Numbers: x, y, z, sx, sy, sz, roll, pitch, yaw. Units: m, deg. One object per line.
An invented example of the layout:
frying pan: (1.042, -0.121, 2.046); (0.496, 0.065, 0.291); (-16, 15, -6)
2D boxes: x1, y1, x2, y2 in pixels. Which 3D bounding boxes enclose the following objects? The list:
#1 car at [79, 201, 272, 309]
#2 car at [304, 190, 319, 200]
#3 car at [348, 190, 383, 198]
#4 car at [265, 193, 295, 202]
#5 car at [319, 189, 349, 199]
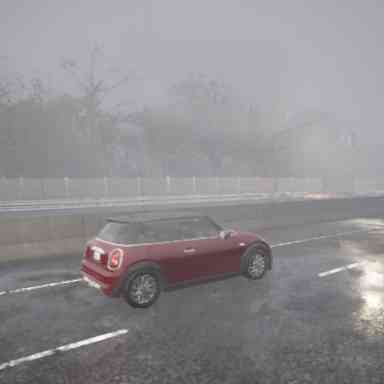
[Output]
car: (-0.192, 1.258, 7.936); (4.553, 1.767, 2.097); (-2, 1, -36)
car: (15.996, 0.550, 41.363); (4.553, 1.767, 2.097); (-2, 1, -36)
car: (19.003, 0.714, 34.910); (4.902, 1.511, 2.128); (-2, 1, -36)
car: (11.192, 0.838, 42.225); (4.181, 1.385, 1.994); (-2, 1, -36)
car: (17.046, 0.574, 37.815); (4.553, 1.767, 2.097); (-2, 1, -36)
